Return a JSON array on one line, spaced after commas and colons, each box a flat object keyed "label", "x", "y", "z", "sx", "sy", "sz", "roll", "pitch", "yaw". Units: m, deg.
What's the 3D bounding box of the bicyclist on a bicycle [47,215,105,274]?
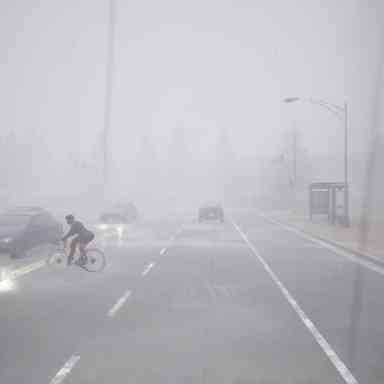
[{"label": "bicyclist on a bicycle", "x": -3.214, "y": 1.453, "z": 9.193, "sx": 1.656, "sy": 1.620, "sz": 0.582, "roll": 0, "pitch": 0, "yaw": 3}]

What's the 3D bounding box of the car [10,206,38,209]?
[{"label": "car", "x": -9.589, "y": 1.526, "z": 18.943, "sx": 1.812, "sy": 1.442, "sz": 4.674, "roll": 0, "pitch": 1, "yaw": 4}]

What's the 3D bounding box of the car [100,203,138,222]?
[{"label": "car", "x": -5.595, "y": 1.547, "z": 26.355, "sx": 2.033, "sy": 1.411, "sz": 5.357, "roll": 0, "pitch": 0, "yaw": 3}]

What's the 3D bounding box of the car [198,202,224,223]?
[{"label": "car", "x": 1.492, "y": 1.478, "z": 25.943, "sx": 1.882, "sy": 1.535, "sz": 5.008, "roll": 0, "pitch": 0, "yaw": 3}]

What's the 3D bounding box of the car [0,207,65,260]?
[{"label": "car", "x": -6.471, "y": 1.525, "z": 12.613, "sx": 1.812, "sy": 1.442, "sz": 4.674, "roll": 0, "pitch": 0, "yaw": 3}]
